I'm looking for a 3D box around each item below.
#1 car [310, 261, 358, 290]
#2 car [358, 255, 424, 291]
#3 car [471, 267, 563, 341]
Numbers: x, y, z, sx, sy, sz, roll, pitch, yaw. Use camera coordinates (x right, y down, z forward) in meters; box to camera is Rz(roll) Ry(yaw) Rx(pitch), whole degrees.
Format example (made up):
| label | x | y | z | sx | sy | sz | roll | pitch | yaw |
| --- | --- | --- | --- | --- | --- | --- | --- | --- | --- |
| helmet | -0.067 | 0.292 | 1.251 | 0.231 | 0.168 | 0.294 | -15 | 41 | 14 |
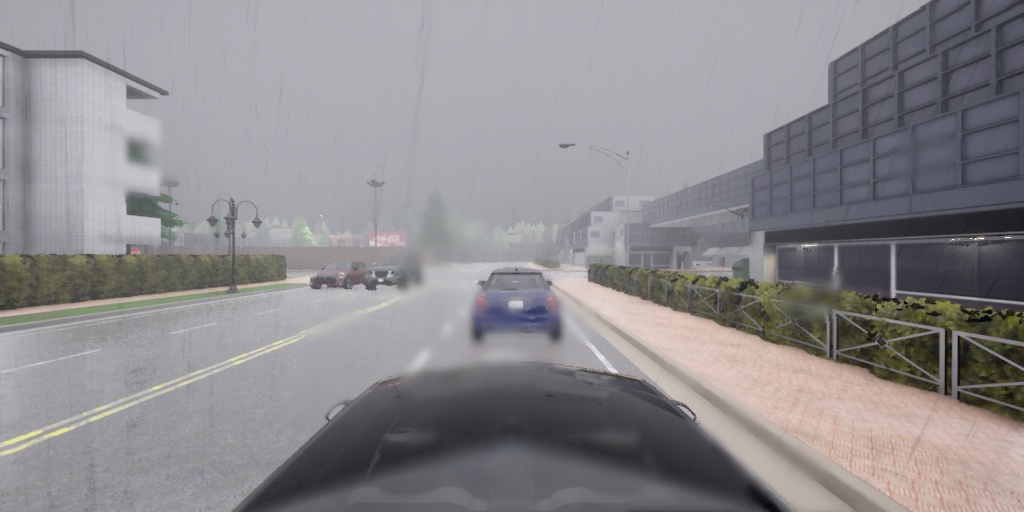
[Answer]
| label | x | y | z | sx | sy | sz | roll | pitch | yaw |
| --- | --- | --- | --- | --- | --- | --- | --- | --- | --- |
| car | -10.494 | 1.098 | 22.329 | 2.097 | 1.767 | 4.553 | 0 | 0 | 0 |
| car | -6.996 | 0.972 | 21.919 | 2.150 | 2.045 | 5.566 | 0 | 0 | 0 |
| car | 0.117 | 1.101 | 9.996 | 2.097 | 1.767 | 4.553 | 0 | 0 | 0 |
